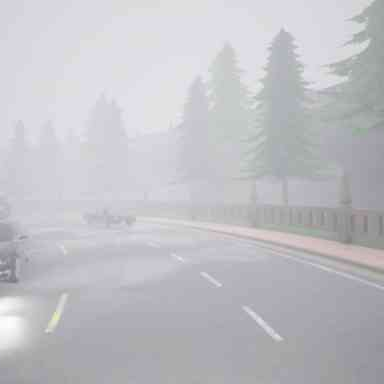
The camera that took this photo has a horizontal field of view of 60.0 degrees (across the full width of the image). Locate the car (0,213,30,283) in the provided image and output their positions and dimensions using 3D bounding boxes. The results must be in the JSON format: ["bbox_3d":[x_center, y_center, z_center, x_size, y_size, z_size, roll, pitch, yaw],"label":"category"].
[{"bbox_3d":[-5.797,1.571,9.500,1.837,1.490,4.892,-1,0,-21],"label":"car"}]

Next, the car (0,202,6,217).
[{"bbox_3d":[-21.148,1.768,33.365,4.674,1.442,1.812,-1,0,21],"label":"car"}]

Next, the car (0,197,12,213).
[{"bbox_3d":[-17.638,1.424,28.074,5.566,2.045,2.150,0,0,28],"label":"car"}]

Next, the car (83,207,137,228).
[{"bbox_3d":[-5.769,1.665,22.900,1.895,1.301,4.718,-1,0,-40],"label":"car"}]
